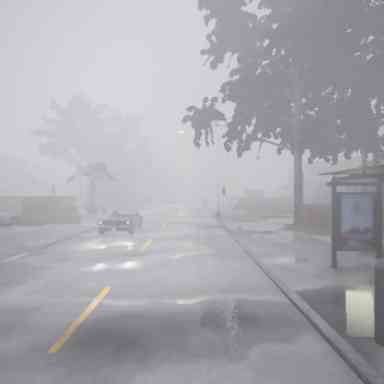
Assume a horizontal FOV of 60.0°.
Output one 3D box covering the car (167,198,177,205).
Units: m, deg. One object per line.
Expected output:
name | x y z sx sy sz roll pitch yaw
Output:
car | -4.008 1.849 68.139 2.033 1.411 5.357 0 0 0

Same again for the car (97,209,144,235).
car | -4.065 1.690 19.542 1.895 1.301 4.718 0 0 0

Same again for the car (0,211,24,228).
car | -12.887 1.444 19.527 5.357 1.415 2.033 0 0 3
